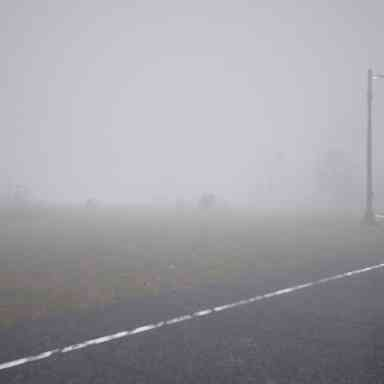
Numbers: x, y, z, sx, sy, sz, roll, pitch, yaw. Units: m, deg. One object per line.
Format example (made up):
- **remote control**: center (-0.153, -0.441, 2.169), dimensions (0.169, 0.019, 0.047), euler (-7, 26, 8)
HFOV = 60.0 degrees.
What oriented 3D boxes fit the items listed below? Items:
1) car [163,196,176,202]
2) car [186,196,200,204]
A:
- **car**: center (-5.189, 1.389, 68.888), dimensions (1.895, 1.301, 4.718), euler (0, 0, -34)
- **car**: center (0.508, 1.440, 60.406), dimensions (1.994, 1.385, 4.181), euler (0, 0, -33)
